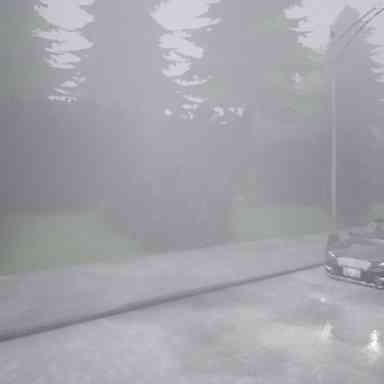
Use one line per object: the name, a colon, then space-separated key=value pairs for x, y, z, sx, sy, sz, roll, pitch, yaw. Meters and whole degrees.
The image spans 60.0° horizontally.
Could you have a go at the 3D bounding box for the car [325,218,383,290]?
car: x=5.349 y=1.407 z=8.421 sx=4.902 sy=1.511 sz=2.128 roll=-1 pitch=0 yaw=-35
